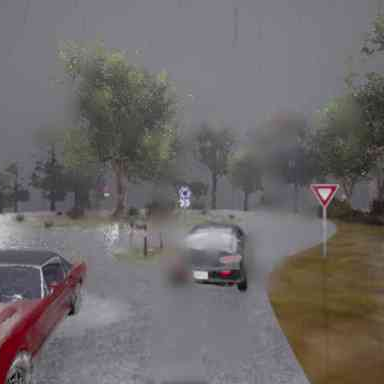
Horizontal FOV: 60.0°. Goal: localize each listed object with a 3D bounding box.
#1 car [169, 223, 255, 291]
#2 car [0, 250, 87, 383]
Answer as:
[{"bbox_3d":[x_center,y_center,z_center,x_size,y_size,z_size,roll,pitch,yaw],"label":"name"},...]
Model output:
[{"bbox_3d":[0.688,1.576,9.175,1.812,1.442,4.674,0,0,13],"label":"car"},{"bbox_3d":[-2.849,1.627,4.755,1.895,1.301,4.718,0,0,-8],"label":"car"}]
